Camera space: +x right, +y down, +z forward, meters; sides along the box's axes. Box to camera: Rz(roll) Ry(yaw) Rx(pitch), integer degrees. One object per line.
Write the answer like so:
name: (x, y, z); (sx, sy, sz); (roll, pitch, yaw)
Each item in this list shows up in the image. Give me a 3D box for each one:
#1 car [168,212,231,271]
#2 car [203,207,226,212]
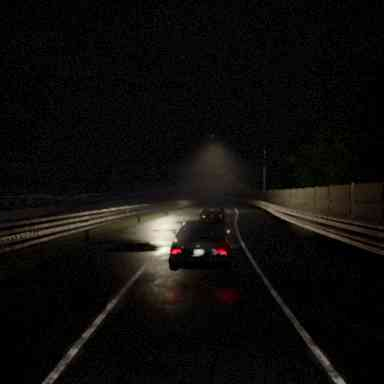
car: (0.333, 1.652, 11.267); (2.033, 1.411, 5.357); (0, 0, 4)
car: (1.783, 1.850, 26.840); (1.895, 1.301, 4.718); (0, 0, 8)
